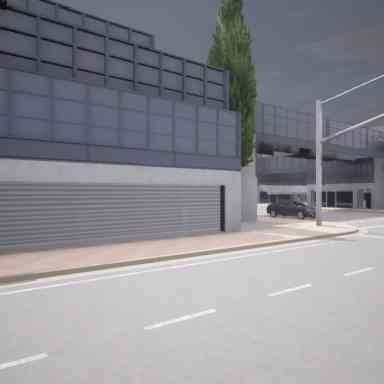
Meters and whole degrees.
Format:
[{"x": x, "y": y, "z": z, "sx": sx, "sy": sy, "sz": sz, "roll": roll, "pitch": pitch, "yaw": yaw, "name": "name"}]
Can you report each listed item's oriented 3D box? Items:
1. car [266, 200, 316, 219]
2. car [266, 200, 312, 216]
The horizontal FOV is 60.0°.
[{"x": 8.723, "y": 1.505, "z": 28.929, "sx": 1.837, "sy": 1.490, "sz": 4.892, "roll": 0, "pitch": 0, "yaw": -37, "name": "car"}, {"x": 9.691, "y": 1.564, "z": 33.481, "sx": 1.994, "sy": 1.385, "sz": 4.181, "roll": 0, "pitch": 0, "yaw": -37, "name": "car"}]
